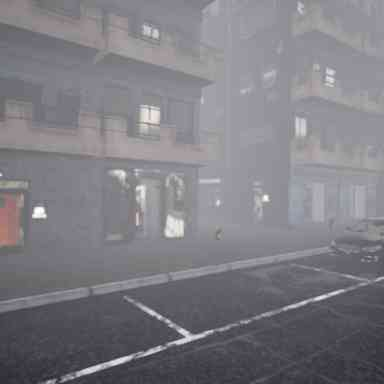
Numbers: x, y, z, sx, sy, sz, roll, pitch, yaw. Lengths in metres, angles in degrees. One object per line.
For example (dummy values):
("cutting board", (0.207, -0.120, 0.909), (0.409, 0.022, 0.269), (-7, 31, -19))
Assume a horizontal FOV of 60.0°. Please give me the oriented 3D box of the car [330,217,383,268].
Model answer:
("car", (6.346, 1.537, 11.026), (4.403, 1.369, 2.008), (0, 1, -35))
